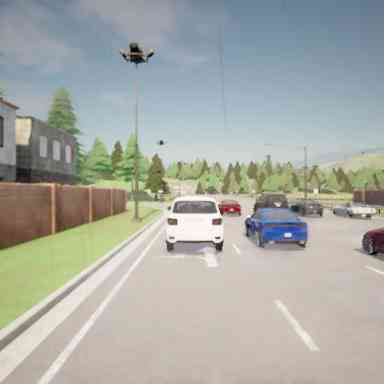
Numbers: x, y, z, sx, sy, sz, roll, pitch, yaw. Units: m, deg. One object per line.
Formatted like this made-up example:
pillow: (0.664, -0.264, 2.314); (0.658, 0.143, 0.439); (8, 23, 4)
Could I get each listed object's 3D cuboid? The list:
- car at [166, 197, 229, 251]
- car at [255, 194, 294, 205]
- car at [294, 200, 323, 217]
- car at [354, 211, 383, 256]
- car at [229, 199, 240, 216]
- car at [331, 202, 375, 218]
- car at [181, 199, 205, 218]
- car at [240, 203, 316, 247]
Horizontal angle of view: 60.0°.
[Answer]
car: (0.101, 1.210, 14.263); (2.150, 2.045, 5.566); (0, 0, 0)
car: (7.102, 1.197, 30.140); (2.150, 2.045, 5.566); (0, 0, 0)
car: (10.601, 1.466, 31.039); (2.128, 1.511, 4.902); (0, 0, 0)
car: (7.101, 1.517, 10.158); (1.812, 1.442, 4.674); (0, 0, 0)
car: (3.601, 1.451, 32.659); (1.882, 1.535, 5.008); (0, 0, 0)
car: (14.100, 1.577, 29.491); (1.895, 1.301, 4.718); (0, 0, 0)
car: (0.010, 1.467, 31.021); (2.128, 1.511, 4.902); (0, 0, -2)
car: (3.601, 1.465, 14.961); (1.882, 1.535, 5.008); (0, 0, 0)
